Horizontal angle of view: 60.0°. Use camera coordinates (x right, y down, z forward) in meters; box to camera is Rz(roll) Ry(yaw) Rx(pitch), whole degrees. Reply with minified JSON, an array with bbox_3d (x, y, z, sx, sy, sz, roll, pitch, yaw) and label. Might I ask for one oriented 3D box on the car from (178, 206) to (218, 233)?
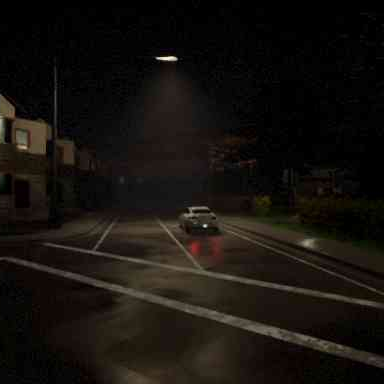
[{"bbox_3d":[0.304,1.596,20.228,1.812,1.442,4.674,0,0,-10],"label":"car"}]
